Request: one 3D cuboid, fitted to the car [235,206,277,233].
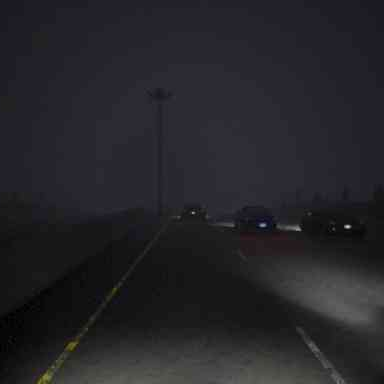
[{"bbox_3d":[3.594,1.502,19.190,1.812,1.442,4.674,0,0,0],"label":"car"}]

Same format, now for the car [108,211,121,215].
[{"bbox_3d":[-14.018,4.133,61.446,1.895,1.301,4.718,0,-7,0],"label":"car"}]

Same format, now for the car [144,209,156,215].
[{"bbox_3d":[-7.015,3.421,54.578,2.033,1.411,5.357,0,-7,0],"label":"car"}]

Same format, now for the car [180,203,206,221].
[{"bbox_3d":[0.092,1.548,26.800,1.994,1.385,4.181,0,-1,0],"label":"car"}]

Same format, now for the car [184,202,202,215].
[{"bbox_3d":[0.087,2.206,43.134,2.163,1.488,4.792,0,-5,0],"label":"car"}]

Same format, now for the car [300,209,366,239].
[{"bbox_3d":[7.096,1.543,17.171,1.994,1.385,4.181,0,0,0],"label":"car"}]
